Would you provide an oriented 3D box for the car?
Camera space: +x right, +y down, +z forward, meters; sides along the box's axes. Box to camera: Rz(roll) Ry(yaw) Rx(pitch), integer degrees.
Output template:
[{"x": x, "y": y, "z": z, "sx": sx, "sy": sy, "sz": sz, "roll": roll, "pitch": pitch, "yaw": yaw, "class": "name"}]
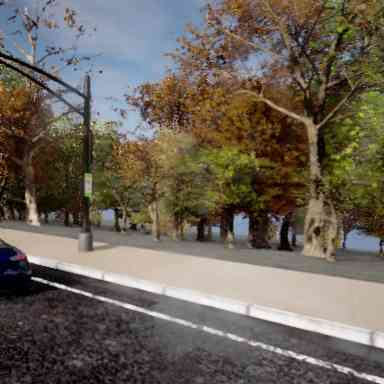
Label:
[{"x": -5.600, "y": 1.507, "z": 7.710, "sx": 4.181, "sy": 1.385, "sz": 1.994, "roll": 0, "pitch": 0, "yaw": 35, "class": "car"}]
